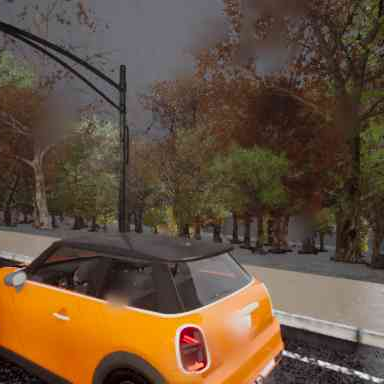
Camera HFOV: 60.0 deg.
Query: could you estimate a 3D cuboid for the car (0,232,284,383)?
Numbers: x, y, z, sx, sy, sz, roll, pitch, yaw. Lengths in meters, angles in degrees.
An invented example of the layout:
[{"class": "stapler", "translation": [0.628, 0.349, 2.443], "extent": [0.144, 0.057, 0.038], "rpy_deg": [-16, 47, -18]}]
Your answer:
[{"class": "car", "translation": [-1.208, 1.351, 4.558], "extent": [4.553, 1.767, 2.097], "rpy_deg": [0, 0, 36]}]
